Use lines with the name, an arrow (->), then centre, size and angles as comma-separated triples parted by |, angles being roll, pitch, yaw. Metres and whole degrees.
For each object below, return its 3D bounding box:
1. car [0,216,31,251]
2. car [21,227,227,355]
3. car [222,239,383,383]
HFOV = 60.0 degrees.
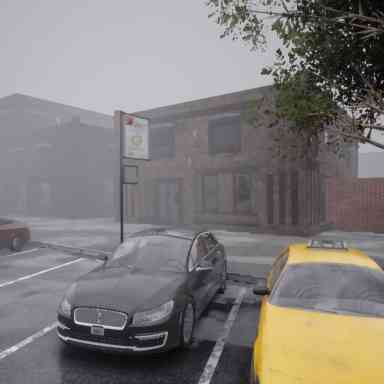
car -> -7.830, 1.528, 11.710 | 2.002, 1.452, 4.674 | 1, -1, 16
car -> -0.514, 1.487, 6.467 | 2.231, 1.521, 4.892 | 1, -1, 16
car -> 1.872, 1.480, 4.536 | 1.946, 1.575, 5.366 | 1, -1, 16
